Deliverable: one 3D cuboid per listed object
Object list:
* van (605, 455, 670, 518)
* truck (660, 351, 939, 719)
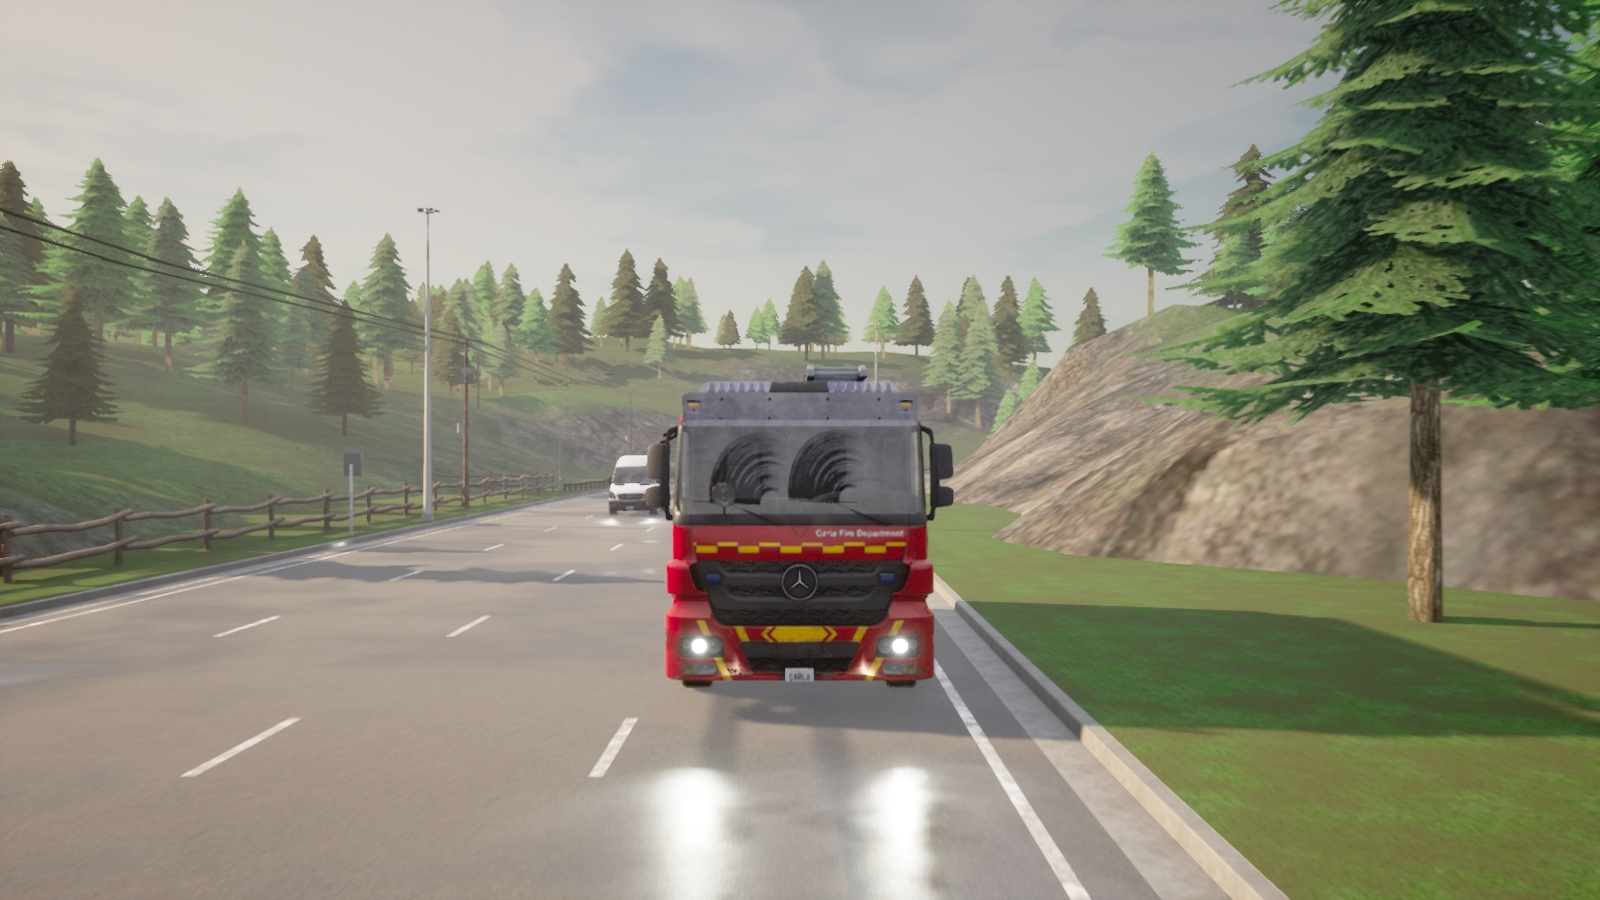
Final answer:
[{"bbox_3d":[-7.007,1.510,49.946,1.988,2.561,5.915,0,0,0],"label":"van"},{"bbox_3d":[-0.006,0.882,16.094,2.891,3.827,8.468,0,0,0],"label":"truck"}]
